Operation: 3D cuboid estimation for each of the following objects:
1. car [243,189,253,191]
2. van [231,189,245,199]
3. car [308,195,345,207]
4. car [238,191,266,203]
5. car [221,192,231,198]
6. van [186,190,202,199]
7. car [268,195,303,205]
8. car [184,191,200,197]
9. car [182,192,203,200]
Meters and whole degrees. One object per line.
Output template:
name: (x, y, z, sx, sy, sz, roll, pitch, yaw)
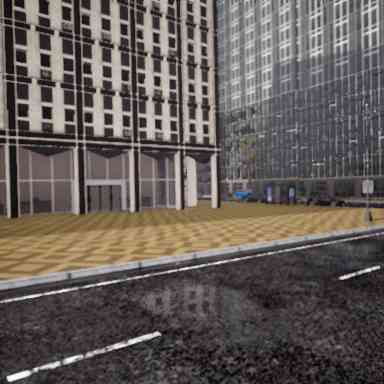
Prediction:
car: (10.576, 0.759, 51.454, 1.882, 1.535, 5.008, -2, 2, -35)
van: (9.735, 0.379, 62.739, 1.690, 1.788, 3.998, -1, 1, -35)
car: (15.803, 1.037, 39.241, 1.947, 1.339, 4.313, -1, 1, -35)
car: (9.347, 0.934, 48.599, 1.947, 1.339, 4.313, -1, 1, -35)
car: (6.479, 0.568, 67.399, 1.802, 1.307, 4.206, -1, 1, -35)
van: (-0.388, 0.555, 62.593, 1.690, 1.788, 3.998, -1, 1, -35)
car: (12.558, 1.002, 43.910, 1.802, 1.307, 4.206, -1, 1, -35)
car: (-0.039, 0.463, 76.713, 1.802, 1.307, 4.206, -1, 1, -35)
car: (0.105, 0.685, 66.573, 1.812, 1.442, 4.674, -2, 2, -35)
